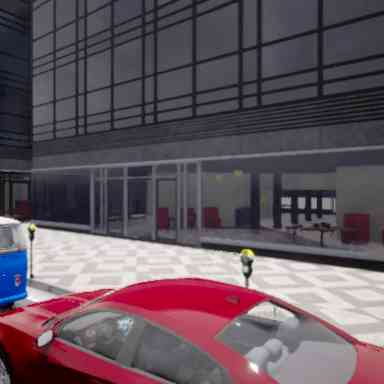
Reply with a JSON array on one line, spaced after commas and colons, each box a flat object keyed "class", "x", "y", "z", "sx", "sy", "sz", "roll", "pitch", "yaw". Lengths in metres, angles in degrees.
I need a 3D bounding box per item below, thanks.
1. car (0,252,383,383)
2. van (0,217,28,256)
[{"class": "car", "x": -0.279, "y": 1.532, "z": 3.167, "sx": 4.507, "sy": 1.381, "sz": 1.887, "roll": 0, "pitch": 0, "yaw": 36}, {"class": "van", "x": -4.838, "y": 1.290, "z": 6.420, "sx": 3.998, "sy": 1.788, "sz": 1.690, "roll": 0, "pitch": 0, "yaw": 36}]
